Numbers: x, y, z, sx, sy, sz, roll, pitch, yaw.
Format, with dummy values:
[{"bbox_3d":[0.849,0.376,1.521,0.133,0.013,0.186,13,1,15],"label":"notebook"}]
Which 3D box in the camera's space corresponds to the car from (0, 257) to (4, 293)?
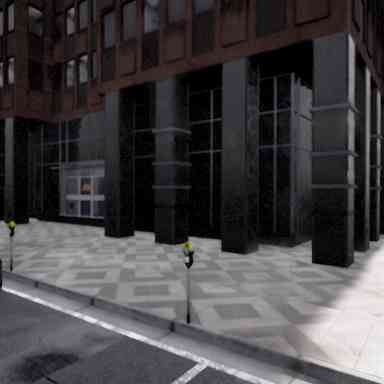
[{"bbox_3d":[-5.660,1.498,7.035,4.313,1.339,1.947,1,0,36],"label":"car"}]
